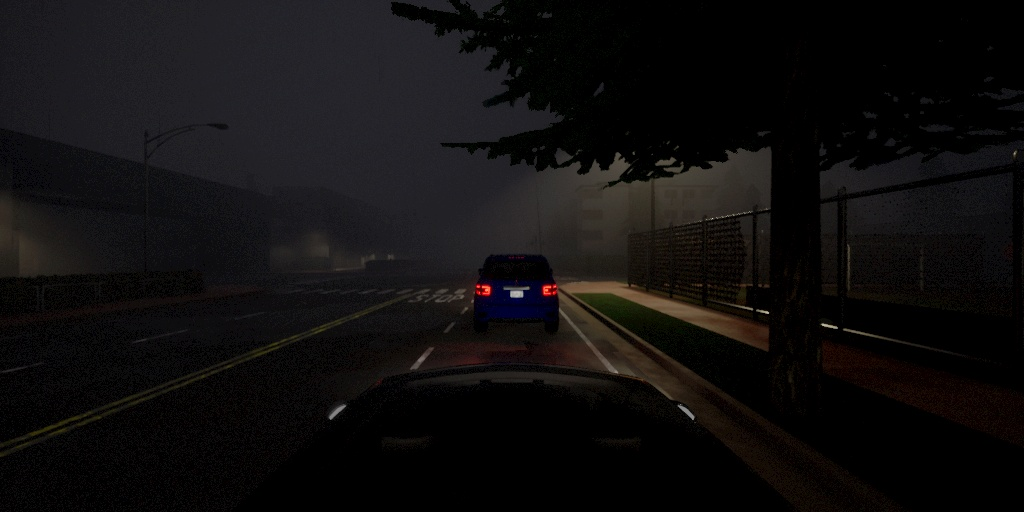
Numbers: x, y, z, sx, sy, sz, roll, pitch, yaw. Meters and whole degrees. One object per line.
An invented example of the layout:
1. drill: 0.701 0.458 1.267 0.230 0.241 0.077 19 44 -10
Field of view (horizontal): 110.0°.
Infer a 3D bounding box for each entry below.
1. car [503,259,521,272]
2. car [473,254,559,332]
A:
1. car: 0.013 1.222 45.760 2.128 1.511 4.902 0 0 0
2. car: 0.113 0.967 10.932 2.150 2.045 5.566 0 0 0
